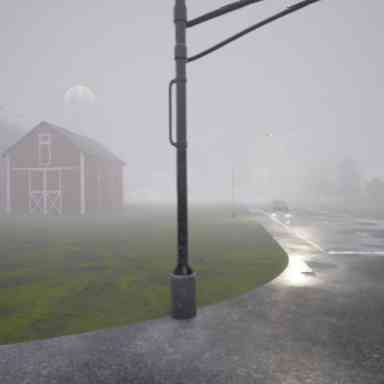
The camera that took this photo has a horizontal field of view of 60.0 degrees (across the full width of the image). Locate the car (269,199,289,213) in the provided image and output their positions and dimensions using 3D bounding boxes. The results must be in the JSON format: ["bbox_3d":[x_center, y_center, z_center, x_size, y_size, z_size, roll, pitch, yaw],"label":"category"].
[{"bbox_3d":[10.222,1.642,39.139,1.837,1.490,4.892,-1,0,7],"label":"car"}]
